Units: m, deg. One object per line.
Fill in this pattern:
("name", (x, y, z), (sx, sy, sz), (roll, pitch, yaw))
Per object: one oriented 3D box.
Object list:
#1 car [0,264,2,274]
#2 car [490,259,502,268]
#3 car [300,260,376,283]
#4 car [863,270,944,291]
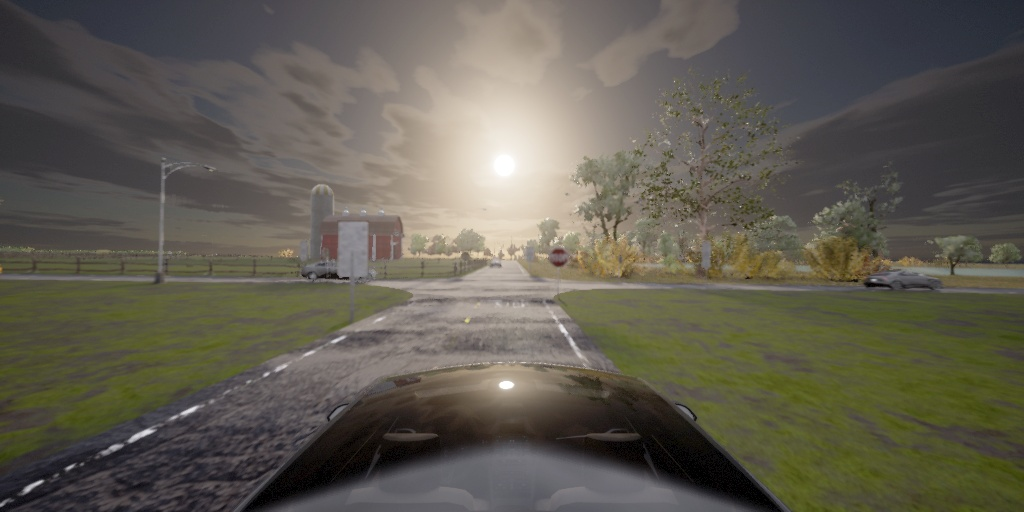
("car", (-38.505, 0.648, 24.722), (5.008, 1.535, 1.882), (1, -1, 0))
("car", (-2.775, 1.231, 61.834), (1.812, 1.442, 4.674), (0, 0, 1))
("car", (-12.006, 1.069, 24.900), (4.902, 1.511, 2.128), (2, -1, 0))
("car", (27.372, 1.688, 25.167), (4.181, 1.385, 1.994), (1, -1, 0))
